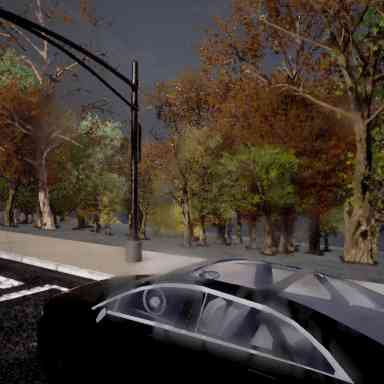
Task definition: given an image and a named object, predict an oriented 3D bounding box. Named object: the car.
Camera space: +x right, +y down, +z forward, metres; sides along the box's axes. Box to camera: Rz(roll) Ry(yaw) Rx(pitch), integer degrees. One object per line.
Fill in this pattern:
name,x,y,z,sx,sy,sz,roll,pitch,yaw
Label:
car,0.246,1.491,3.497,4.902,1.511,2.128,0,0,37
